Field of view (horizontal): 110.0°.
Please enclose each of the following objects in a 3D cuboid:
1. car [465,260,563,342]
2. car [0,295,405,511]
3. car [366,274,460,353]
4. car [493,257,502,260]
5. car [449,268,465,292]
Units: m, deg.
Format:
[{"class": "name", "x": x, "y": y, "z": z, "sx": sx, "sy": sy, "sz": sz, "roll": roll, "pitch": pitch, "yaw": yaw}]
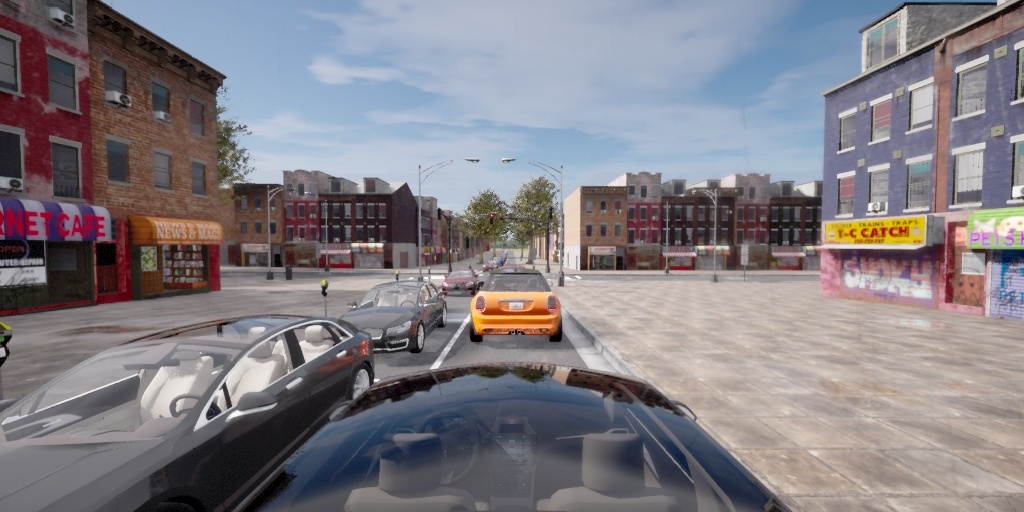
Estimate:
[{"class": "car", "x": 0.085, "y": 1.101, "z": 9.905, "sx": 2.097, "sy": 1.767, "sz": 4.553, "roll": 0, "pitch": 0, "yaw": 0}, {"class": "car", "x": -2.643, "y": 1.300, "z": 3.147, "sx": 2.007, "sy": 1.370, "sz": 4.403, "roll": 0, "pitch": 0, "yaw": 0}, {"class": "car", "x": -2.653, "y": 1.299, "z": 8.596, "sx": 2.007, "sy": 1.370, "sz": 4.403, "roll": 0, "pitch": 0, "yaw": 0}, {"class": "car", "x": -2.722, "y": 1.246, "z": 46.265, "sx": 1.967, "sy": 1.591, "sz": 4.097, "roll": 0, "pitch": 0, "yaw": 0}, {"class": "car", "x": -2.673, "y": 1.337, "z": 19.490, "sx": 1.802, "sy": 1.307, "sz": 4.207, "roll": 0, "pitch": 0, "yaw": 0}]
